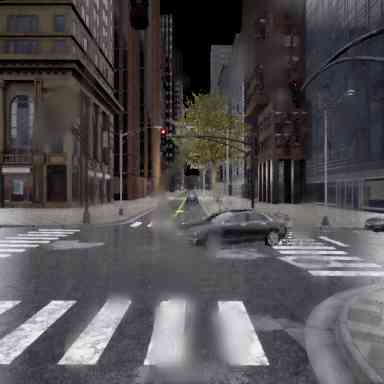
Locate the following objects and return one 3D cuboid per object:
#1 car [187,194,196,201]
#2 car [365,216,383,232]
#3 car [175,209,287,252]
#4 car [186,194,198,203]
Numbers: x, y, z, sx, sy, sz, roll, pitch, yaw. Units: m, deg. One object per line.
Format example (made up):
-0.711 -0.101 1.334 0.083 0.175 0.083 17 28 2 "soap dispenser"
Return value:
-0.056 1.109 70.734 1.812 1.442 4.674 0 1 0 "car"
11.907 1.631 18.350 4.403 1.369 2.008 0 0 0 "car"
1.683 1.505 13.845 4.892 1.490 1.837 1 -2 -26 "car"
0.014 1.048 60.277 2.097 1.767 4.553 0 1 0 "car"
